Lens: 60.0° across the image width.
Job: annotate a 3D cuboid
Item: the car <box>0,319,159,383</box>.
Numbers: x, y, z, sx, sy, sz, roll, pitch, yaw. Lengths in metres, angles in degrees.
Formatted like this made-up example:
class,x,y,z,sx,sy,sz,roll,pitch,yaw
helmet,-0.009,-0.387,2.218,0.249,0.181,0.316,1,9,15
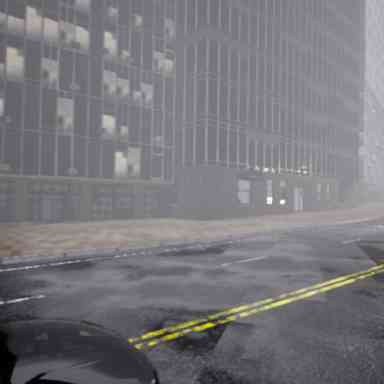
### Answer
class,x,y,z,sx,sy,sz,roll,pitch,yaw
car,-2.460,1.495,1.756,4.902,1.511,2.128,0,0,-35
